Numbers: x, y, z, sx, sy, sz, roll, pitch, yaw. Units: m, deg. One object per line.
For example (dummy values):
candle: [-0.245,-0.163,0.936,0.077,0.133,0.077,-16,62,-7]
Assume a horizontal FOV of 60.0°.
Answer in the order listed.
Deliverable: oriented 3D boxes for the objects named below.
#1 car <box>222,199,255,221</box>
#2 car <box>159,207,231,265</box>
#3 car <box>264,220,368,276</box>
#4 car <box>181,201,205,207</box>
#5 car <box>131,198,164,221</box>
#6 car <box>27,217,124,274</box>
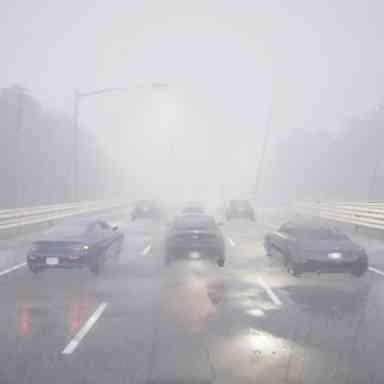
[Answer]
car: [3.588,1.306,26.415,2.097,1.767,4.553,0,0,0]
car: [0.086,1.501,11.630,1.837,1.490,4.892,0,0,0]
car: [3.581,1.562,10.327,1.994,1.385,4.181,0,0,0]
car: [0.085,1.473,27.714,1.812,1.442,4.674,0,0,0]
car: [-3.412,1.305,26.412,2.097,1.767,4.553,0,0,0]
car: [-3.418,1.523,10.463,1.812,1.442,4.674,0,0,0]
